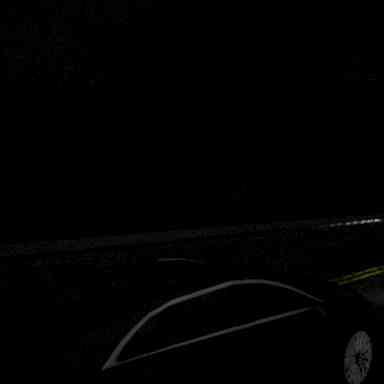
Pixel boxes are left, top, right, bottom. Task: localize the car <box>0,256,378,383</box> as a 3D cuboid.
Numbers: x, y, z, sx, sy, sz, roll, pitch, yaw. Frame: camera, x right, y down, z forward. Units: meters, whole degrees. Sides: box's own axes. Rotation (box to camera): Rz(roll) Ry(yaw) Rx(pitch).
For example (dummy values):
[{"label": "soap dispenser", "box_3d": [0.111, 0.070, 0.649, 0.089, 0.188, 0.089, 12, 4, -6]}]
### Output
[{"label": "car", "box_3d": [0.168, 1.489, 3.629, 4.902, 1.511, 2.128, 0, 0, -36]}]
